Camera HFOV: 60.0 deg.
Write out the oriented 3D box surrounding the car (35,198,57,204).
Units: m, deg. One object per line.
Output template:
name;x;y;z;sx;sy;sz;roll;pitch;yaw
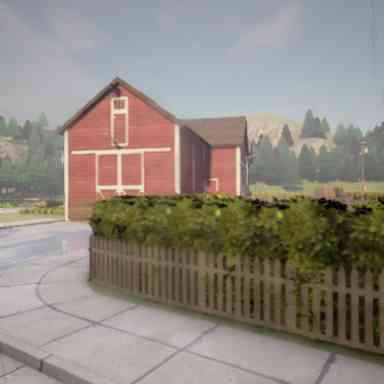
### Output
car;-19.757;1.553;45.958;1.816;1.474;4.193;-6;-1;11
